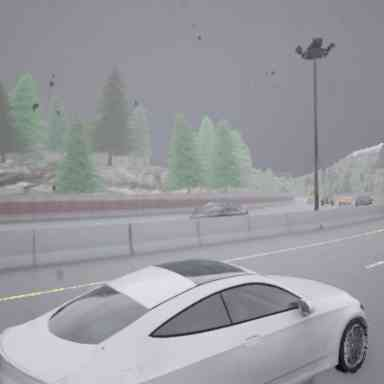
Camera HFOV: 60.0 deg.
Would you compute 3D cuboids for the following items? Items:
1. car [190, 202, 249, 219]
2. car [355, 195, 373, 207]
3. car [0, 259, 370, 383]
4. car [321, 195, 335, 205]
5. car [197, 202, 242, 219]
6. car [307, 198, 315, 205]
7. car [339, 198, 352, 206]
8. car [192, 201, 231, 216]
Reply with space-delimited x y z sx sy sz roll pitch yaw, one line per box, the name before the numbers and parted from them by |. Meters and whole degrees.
car | 1.966 1.712 23.615 4.892 1.490 1.837 1 -1 -42
car | 28.107 1.494 54.167 2.150 2.045 5.566 -1 -1 33
car | 0.263 1.564 3.958 4.674 1.442 1.812 0 0 -37
car | 27.659 1.612 67.354 2.150 2.045 5.566 -1 -1 29
car | 2.888 1.800 34.032 4.892 1.490 1.837 0 -1 -45
car | 26.035 1.949 71.891 2.128 1.511 4.902 -1 -1 27
car | 28.228 1.803 61.109 1.882 1.535 5.008 -1 0 31
car | 2.305 1.865 38.424 1.812 1.442 4.674 -1 -1 44
